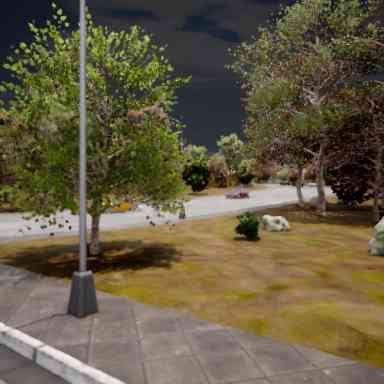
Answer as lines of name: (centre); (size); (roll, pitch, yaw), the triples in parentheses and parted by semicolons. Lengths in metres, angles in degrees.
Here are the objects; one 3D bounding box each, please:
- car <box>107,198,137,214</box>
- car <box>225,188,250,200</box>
car: (-7.668, 1.297, 33.019); (1.882, 1.535, 5.008); (0, 1, 39)
car: (7.032, 0.188, 51.392); (2.097, 1.767, 4.553); (0, 3, 39)
